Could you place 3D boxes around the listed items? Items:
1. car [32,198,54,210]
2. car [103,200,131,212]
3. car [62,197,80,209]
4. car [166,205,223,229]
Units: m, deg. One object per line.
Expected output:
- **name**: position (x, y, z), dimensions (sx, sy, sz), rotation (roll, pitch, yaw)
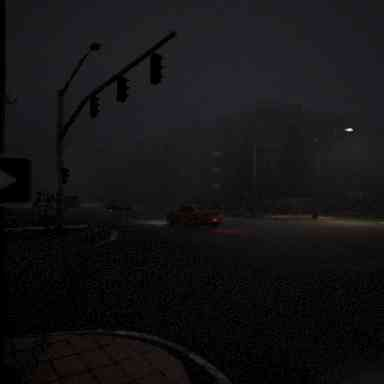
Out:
- **car**: position (-20.627, 1.471, 46.070), dimensions (2.097, 1.767, 4.553), rotation (1, -1, -36)
- **car**: position (-9.695, 1.751, 42.905), dimensions (2.033, 1.411, 5.357), rotation (1, 0, -36)
- **car**: position (-17.853, 1.512, 48.208), dimensions (2.097, 1.767, 4.553), rotation (1, -1, -36)
- **car**: position (0.052, 1.640, 23.485), dimensions (1.882, 1.535, 5.008), rotation (1, 0, -36)
